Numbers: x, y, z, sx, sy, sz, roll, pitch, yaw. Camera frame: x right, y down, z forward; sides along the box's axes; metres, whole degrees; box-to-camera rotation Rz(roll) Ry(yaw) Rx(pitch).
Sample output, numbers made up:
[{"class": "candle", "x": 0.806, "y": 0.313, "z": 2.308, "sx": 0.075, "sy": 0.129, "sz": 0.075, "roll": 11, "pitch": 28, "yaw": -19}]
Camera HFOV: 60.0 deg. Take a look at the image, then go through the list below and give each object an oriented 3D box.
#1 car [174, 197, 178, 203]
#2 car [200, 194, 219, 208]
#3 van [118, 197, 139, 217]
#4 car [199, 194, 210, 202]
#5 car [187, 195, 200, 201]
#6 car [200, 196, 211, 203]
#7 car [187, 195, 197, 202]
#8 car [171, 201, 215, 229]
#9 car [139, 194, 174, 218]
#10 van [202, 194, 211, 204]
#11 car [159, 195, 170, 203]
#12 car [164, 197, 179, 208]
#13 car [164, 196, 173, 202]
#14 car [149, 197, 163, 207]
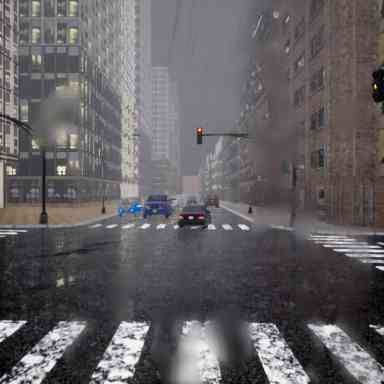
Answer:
[{"class": "car", "x": -3.059, "y": 1.611, "z": 39.963, "sx": 1.895, "sy": 1.301, "sz": 4.718, "roll": 0, "pitch": 0, "yaw": 0}, {"class": "car", "x": 2.734, "y": 1.329, "z": 47.231, "sx": 2.192, "sy": 1.841, "sz": 5.009, "roll": 0, "pitch": 0, "yaw": 0}, {"class": "van", "x": -5.661, "y": 1.347, "z": 30.584, "sx": 1.690, "sy": 1.788, "sz": 3.998, "roll": 0, "pitch": 0, "yaw": 0}, {"class": "car", "x": 2.760, "y": 1.348, "z": 74.985, "sx": 2.192, "sy": 1.841, "sz": 5.009, "roll": 0, "pitch": 0, "yaw": 0}, {"class": "car", "x": 0.061, "y": 1.623, "z": 60.104, "sx": 1.895, "sy": 1.301, "sz": 4.718, "roll": 0, "pitch": 0, "yaw": 0}, {"class": "car", "x": 2.756, "y": 1.580, "z": 69.433, "sx": 2.008, "sy": 1.369, "sz": 4.403, "roll": 0, "pitch": 0, "yaw": 0}, {"class": "car", "x": 0.069, "y": 1.419, "z": 70.080, "sx": 2.033, "sy": 1.411, "sz": 5.357, "roll": 0, "pitch": 0, "yaw": 0}, {"class": "car", "x": 0.189, "y": 1.553, "z": 21.915, "sx": 2.033, "sy": 1.411, "sz": 5.357, "roll": 0, "pitch": 0, "yaw": 6}, {"class": "car", "x": -3.079, "y": 1.227, "z": 30.254, "sx": 2.150, "sy": 2.045, "sz": 5.566, "roll": 0, "pitch": 0, "yaw": 0}, {"class": "van", "x": 2.750, "y": 1.366, "z": 63.883, "sx": 1.690, "sy": 1.788, "sz": 3.998, "roll": 0, "pitch": 0, "yaw": 0}, {"class": "car", "x": -5.625, "y": 1.469, "z": 69.440, "sx": 1.967, "sy": 1.590, "sz": 4.097, "roll": 0, "pitch": 0, "yaw": 0}, {"class": "car", "x": -3.038, "y": 1.542, "z": 50.232, "sx": 1.812, "sy": 1.442, "sz": 4.674, "roll": 0, "pitch": 0, "yaw": 1}, {"class": "car", "x": -5.614, "y": 1.589, "z": 80.543, "sx": 2.008, "sy": 1.369, "sz": 4.403, "roll": 0, "pitch": 0, "yaw": 0}, {"class": "car", "x": -5.641, "y": 1.543, "z": 52.618, "sx": 1.752, "sy": 1.417, "sz": 4.829, "roll": 0, "pitch": 0, "yaw": 0}]
